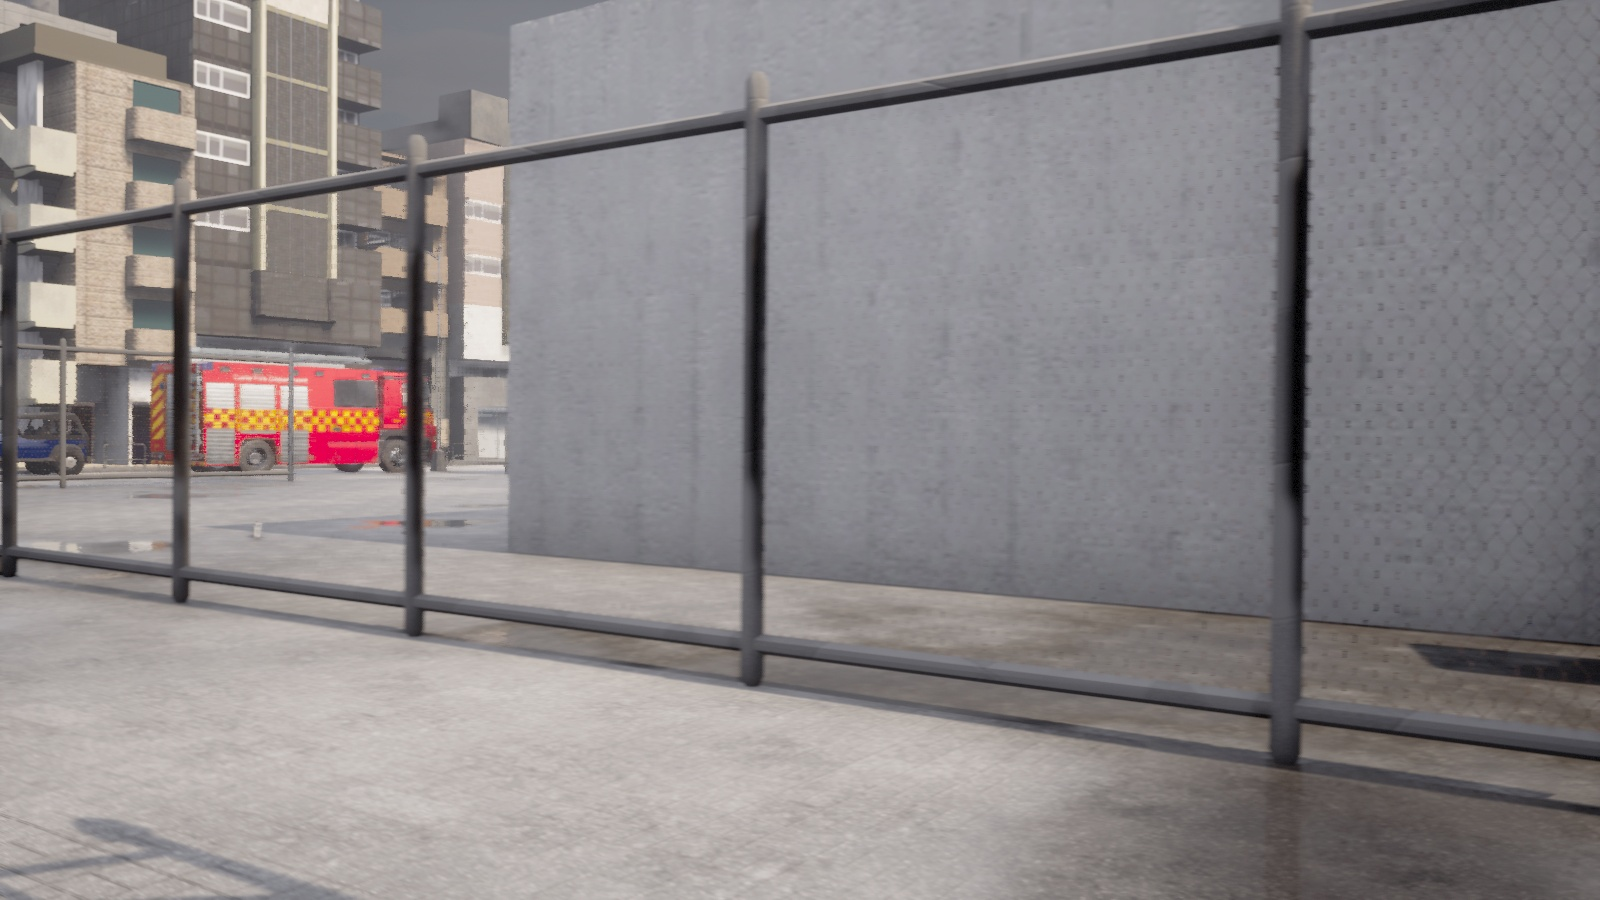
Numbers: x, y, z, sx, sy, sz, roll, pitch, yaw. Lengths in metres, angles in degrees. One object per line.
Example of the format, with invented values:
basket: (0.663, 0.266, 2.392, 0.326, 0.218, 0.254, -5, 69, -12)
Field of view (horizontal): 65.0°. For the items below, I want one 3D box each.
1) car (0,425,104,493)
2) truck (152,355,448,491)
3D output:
car: (-22.579, 0.237, 36.240, 1.905, 1.878, 3.866, 0, 1, 34)
truck: (-15.498, -0.835, 39.704, 2.891, 3.827, 8.468, 0, 1, 34)
